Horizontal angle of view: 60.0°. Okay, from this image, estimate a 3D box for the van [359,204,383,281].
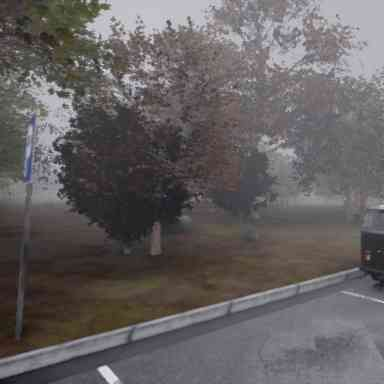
[{"bbox_3d":[6.282,1.237,8.508,4.442,1.987,1.878,-1,1,-33],"label":"van"}]
